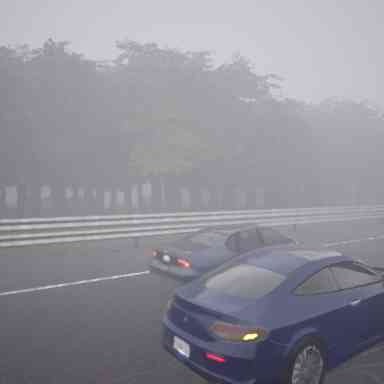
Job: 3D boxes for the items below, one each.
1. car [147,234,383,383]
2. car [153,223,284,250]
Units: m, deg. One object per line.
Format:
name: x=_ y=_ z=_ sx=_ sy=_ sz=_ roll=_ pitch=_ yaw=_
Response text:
car: x=1.764 y=1.551 z=5.019 sx=4.674 sy=1.442 sz=1.812 roll=0 pitch=0 yaw=-35
car: x=1.463 y=1.585 z=9.093 sx=5.357 sy=1.411 sz=2.033 roll=0 pitch=0 yaw=-35
